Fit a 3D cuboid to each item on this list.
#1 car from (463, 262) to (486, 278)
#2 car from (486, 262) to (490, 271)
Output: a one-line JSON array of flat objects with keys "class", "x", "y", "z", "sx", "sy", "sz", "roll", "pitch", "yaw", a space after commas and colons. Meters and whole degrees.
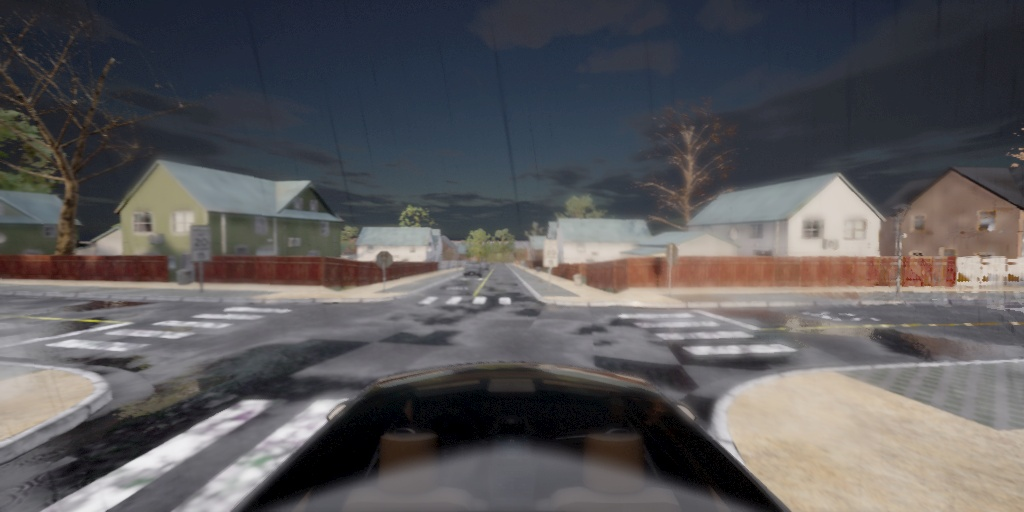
[{"class": "car", "x": -4.050, "y": 1.539, "z": 38.254, "sx": 1.837, "sy": 1.490, "sz": 4.892, "roll": 0, "pitch": -1, "yaw": -2}, {"class": "car", "x": -4.599, "y": 1.730, "z": 58.675, "sx": 2.128, "sy": 1.511, "sz": 4.902, "roll": 0, "pitch": -1, "yaw": -2}]
